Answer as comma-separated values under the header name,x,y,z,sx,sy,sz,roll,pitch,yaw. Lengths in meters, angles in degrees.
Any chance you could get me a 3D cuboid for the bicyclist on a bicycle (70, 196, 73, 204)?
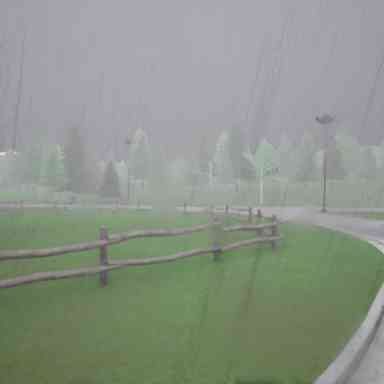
name,x,y,z,sx,sy,sz,roll,pitch,yaw
bicyclist on a bicycle,-22.138,1.475,61.183,0.582,1.620,1.656,0,0,0
